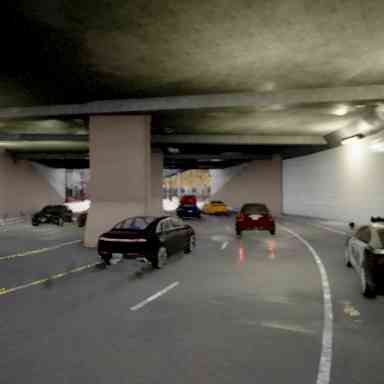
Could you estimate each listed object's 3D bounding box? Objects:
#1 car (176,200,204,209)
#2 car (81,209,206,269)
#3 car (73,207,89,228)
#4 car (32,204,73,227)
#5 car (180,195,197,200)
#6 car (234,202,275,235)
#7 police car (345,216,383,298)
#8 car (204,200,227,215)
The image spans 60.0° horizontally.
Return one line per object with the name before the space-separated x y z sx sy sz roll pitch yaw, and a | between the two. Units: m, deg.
car | -0.436 1.730 32.121 1.994 1.385 4.181 0 0 -8
car | -1.322 1.560 11.525 2.128 1.511 4.902 0 0 18
car | -6.679 1.650 23.942 1.882 1.535 5.008 0 0 -2
car | -10.196 1.708 24.787 1.837 1.490 4.892 0 0 -4
car | -0.650 1.495 53.305 2.150 2.045 5.566 0 0 -11
car | 3.591 1.424 19.653 2.097 1.767 4.553 -1 0 6
police car | 5.071 1.429 8.365 1.930 1.638 5.238 -1 0 19
car | 2.444 1.643 36.410 1.882 1.535 5.008 0 0 -9
